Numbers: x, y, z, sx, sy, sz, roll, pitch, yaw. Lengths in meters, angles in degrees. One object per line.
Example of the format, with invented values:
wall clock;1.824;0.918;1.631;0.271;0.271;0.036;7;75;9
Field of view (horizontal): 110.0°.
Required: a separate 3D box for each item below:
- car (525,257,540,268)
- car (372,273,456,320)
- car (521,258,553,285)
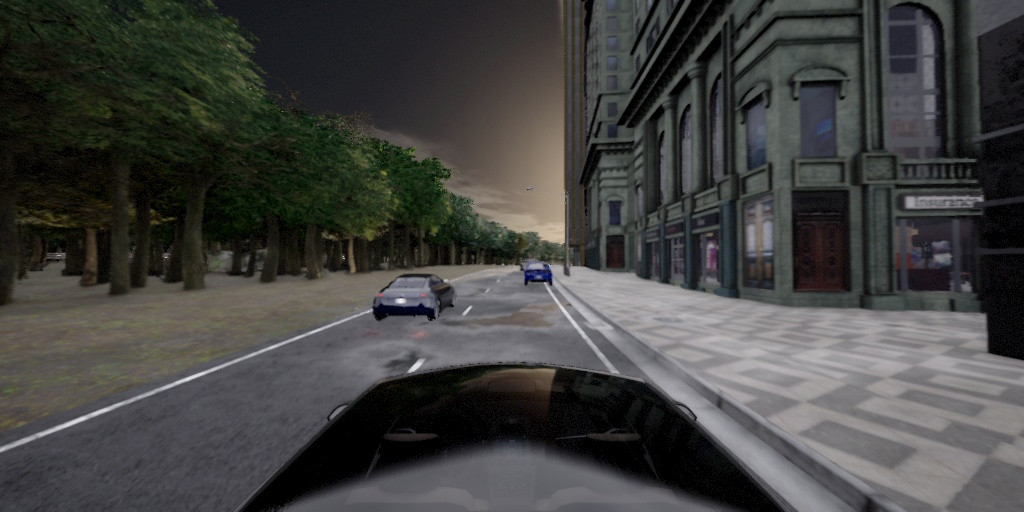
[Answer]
car;3.538;1.130;60.987;2.097;1.767;4.553;0;-1;7
car;-3.240;1.297;12.607;1.994;1.385;4.181;0;0;1
car;1.790;1.151;24.961;1.882;1.535;5.008;0;0;3
